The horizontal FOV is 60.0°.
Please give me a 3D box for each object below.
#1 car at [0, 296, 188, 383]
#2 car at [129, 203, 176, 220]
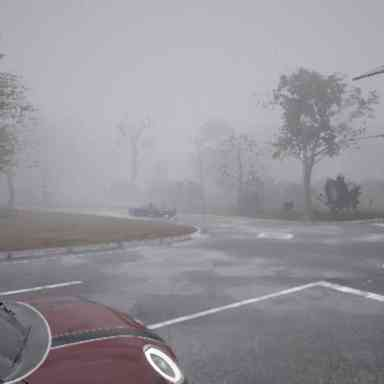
[{"bbox_3d":[-2.203,1.351,2.159,4.553,1.767,2.097,0,0,-36],"label":"car"},{"bbox_3d":[-3.481,1.623,28.365,1.895,1.301,4.718,0,0,-41],"label":"car"}]
